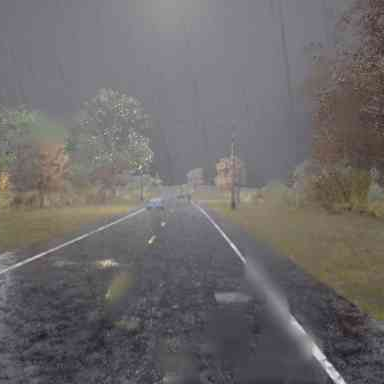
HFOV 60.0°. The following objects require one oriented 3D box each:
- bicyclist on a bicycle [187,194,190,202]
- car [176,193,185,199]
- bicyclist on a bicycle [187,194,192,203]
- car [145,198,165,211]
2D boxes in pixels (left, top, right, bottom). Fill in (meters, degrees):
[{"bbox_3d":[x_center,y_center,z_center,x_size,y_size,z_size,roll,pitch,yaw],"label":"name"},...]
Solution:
[{"bbox_3d":[-0.763,1.240,67.824,0.582,1.620,1.656,0,0,-3],"label":"bicyclist on a bicycle"},{"bbox_3d":[-2.667,1.053,84.992,1.837,1.490,4.892,0,0,-4],"label":"car"},{"bbox_3d":[-0.342,1.269,58.816,0.582,1.620,1.656,0,0,-3],"label":"bicyclist on a bicycle"},{"bbox_3d":[-4.174,1.408,38.535,1.812,1.442,4.674,0,0,-2],"label":"car"}]
